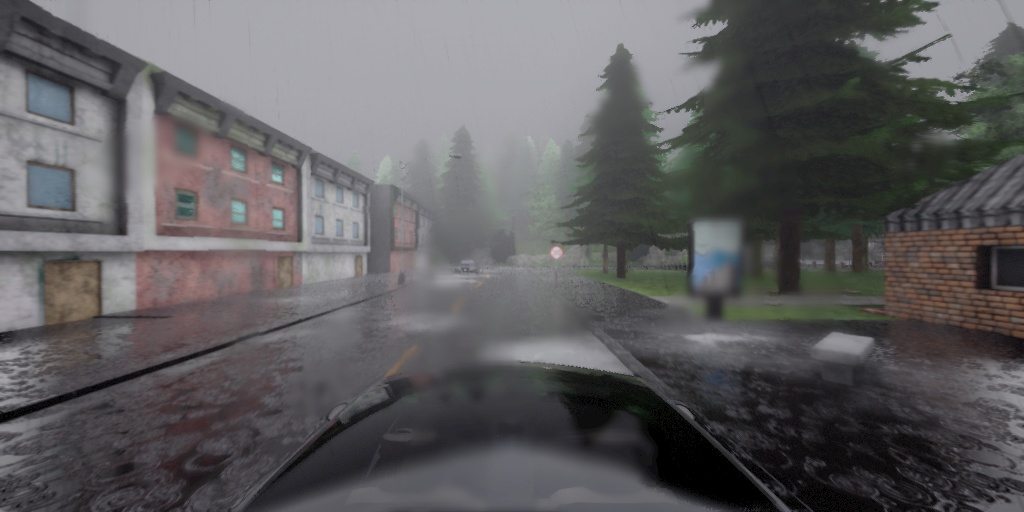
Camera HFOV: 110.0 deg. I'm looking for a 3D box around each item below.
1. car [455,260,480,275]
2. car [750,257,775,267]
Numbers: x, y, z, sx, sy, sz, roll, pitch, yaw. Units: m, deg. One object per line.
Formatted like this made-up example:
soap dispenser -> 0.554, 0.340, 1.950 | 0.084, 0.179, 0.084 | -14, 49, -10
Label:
car -> -4.098, 1.022, 33.539 | 1.994, 1.385, 4.181 | 0, 1, 0
car -> 35.123, 0.825, 49.249 | 4.892, 1.490, 1.837 | 0, 1, 0
